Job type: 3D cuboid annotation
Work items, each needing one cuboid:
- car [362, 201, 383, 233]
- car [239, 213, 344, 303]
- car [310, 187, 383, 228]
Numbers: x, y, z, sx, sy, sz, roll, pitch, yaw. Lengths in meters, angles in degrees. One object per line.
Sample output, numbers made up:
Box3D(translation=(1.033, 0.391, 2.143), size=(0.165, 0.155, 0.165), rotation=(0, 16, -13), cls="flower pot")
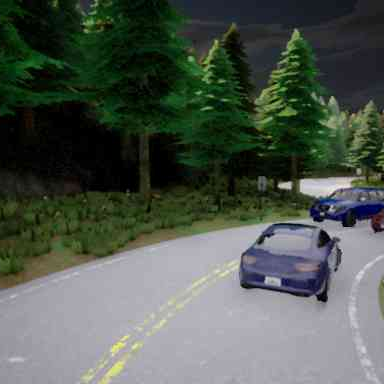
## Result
Box3D(translation=(10.719, 1.342, 16.437), size=(4.674, 1.442, 1.812), rotation=(-2, 5, -33), cls="car")
Box3D(translation=(2.601, 1.504, 8.359), size=(1.812, 1.442, 4.674), rotation=(2, 2, 27), cls="car")
Box3D(translation=(9.380, 0.792, 19.464), size=(5.566, 2.045, 2.150), rotation=(-1, 5, -33), cls="car")
